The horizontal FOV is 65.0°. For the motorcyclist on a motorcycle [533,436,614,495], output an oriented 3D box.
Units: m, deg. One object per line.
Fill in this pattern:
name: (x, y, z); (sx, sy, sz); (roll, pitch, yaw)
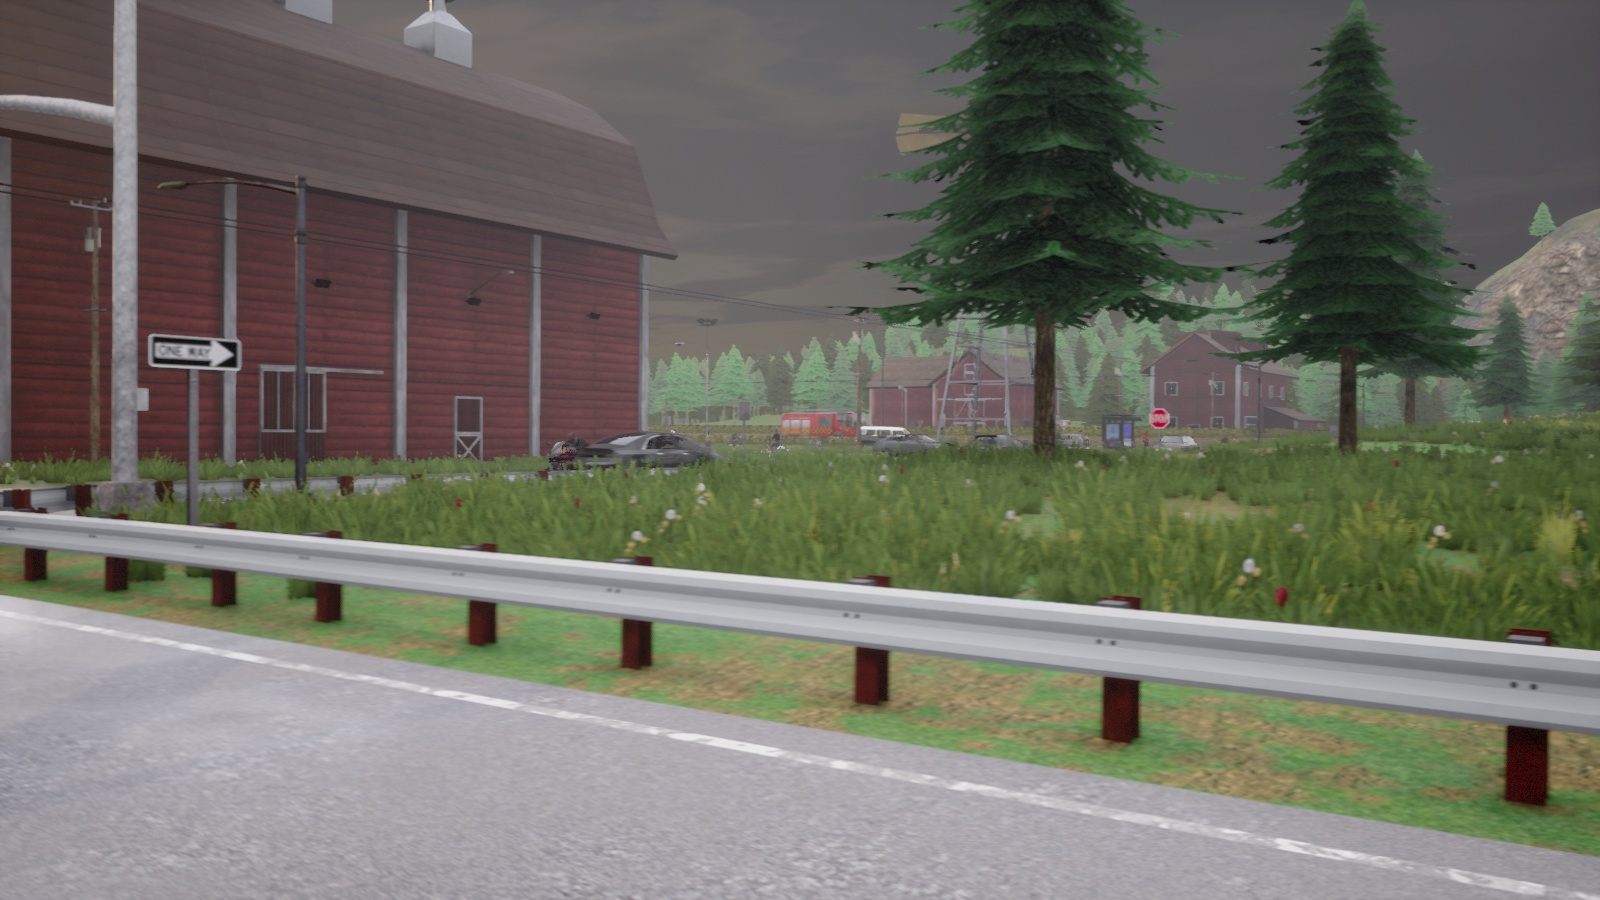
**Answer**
motorcyclist on a motorcycle: (-6.123, 0.385, 34.038); (0.866, 1.530, 2.191); (0, 1, 35)

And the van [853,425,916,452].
van: (6.616, -0.926, 98.311); (4.480, 2.038, 2.069); (1, 1, 18)

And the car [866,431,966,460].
car: (6.117, -0.248, 66.524); (4.902, 1.511, 2.128); (0, 1, 36)

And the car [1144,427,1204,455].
car: (22.532, -0.547, 75.548); (2.033, 1.649, 4.856); (0, 1, 35)

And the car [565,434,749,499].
car: (-3.489, 0.363, 31.693); (1.837, 1.490, 4.892); (0, 1, 35)

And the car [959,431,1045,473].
car: (7.740, 0.048, 47.960); (1.845, 1.501, 3.633); (0, 1, 35)
